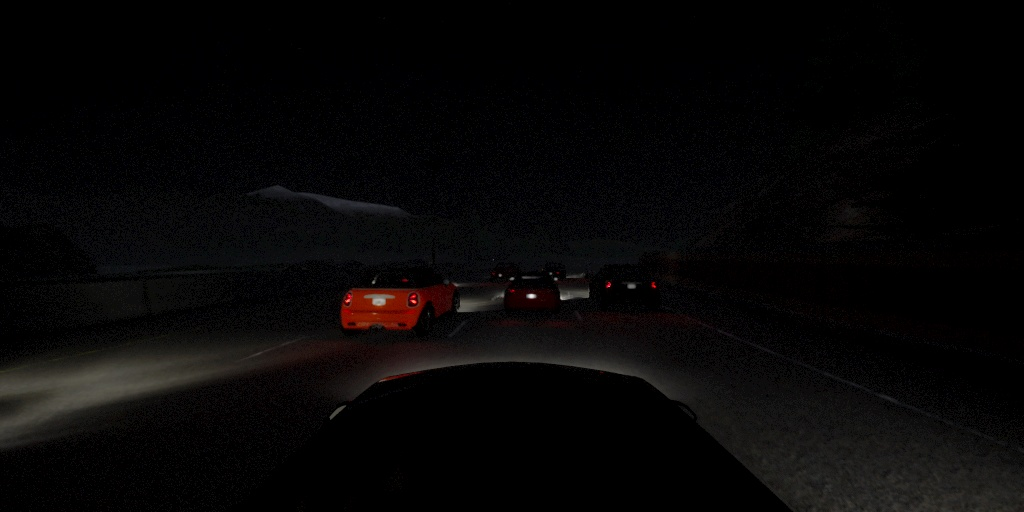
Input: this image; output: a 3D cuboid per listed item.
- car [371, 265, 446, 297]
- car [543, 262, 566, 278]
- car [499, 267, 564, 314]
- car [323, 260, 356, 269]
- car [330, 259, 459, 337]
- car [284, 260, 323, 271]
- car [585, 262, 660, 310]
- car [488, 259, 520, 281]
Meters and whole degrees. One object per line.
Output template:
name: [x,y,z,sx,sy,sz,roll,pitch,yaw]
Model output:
car: [-5.516,1.256,20.101,2.033,1.411,5.357,0,0,8]
car: [3.650,1.244,31.062,1.812,1.442,4.674,0,0,13]
car: [0.842,1.299,13.896,1.994,1.385,4.181,0,0,6]
car: [-19.135,1.168,41.593,1.812,1.442,4.674,0,0,15]
car: [-2.955,1.082,10.479,2.097,1.767,4.553,0,0,4]
car: [-23.012,1.180,40.788,2.033,1.411,5.357,0,0,14]
car: [4.457,1.095,14.831,2.097,1.767,4.553,0,0,6]
car: [-0.406,1.236,28.862,1.812,1.442,4.674,0,0,12]
